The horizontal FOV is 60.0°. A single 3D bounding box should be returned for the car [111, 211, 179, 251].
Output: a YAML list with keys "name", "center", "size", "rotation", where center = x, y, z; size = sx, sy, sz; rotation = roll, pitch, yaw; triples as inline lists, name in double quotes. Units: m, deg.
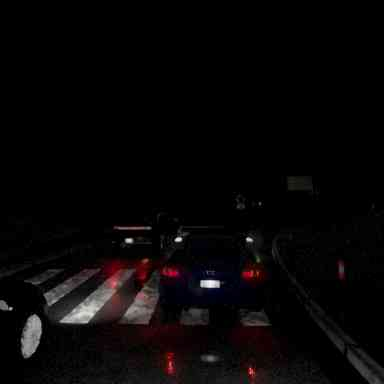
- name: "car"
  center: [-1.759, 1.549, 14.254]
  size: [2.128, 1.511, 4.902]
  rotation: [-1, -1, 11]

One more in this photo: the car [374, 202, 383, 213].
- name: "car"
  center: [26.799, 2.160, 46.689]
  size: [2.128, 1.511, 4.902]
  rotation: [-3, -4, 32]

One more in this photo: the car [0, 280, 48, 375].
- name: "car"
  center: [-3.043, 1.512, 2.908]
  size: [1.837, 1.490, 4.892]
  rotation: [0, 0, 1]

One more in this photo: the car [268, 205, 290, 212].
- name: "car"
  center: [19.080, 3.759, 73.234]
  size: [4.553, 1.767, 2.097]
  rotation: [-4, -6, 41]

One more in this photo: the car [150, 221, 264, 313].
- name: "car"
  center: [0.503, 1.562, 7.782]
  size: [1.994, 1.385, 4.181]
  rotation: [0, 0, 5]
